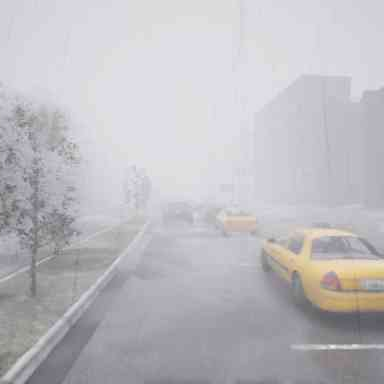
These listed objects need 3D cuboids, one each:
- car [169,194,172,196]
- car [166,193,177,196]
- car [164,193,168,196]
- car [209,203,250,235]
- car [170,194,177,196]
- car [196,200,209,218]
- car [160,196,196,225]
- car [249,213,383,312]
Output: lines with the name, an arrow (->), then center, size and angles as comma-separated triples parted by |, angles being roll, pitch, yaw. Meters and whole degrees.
car -> -2.887, 1.565, 62.918 | 2.002, 1.452, 4.674 | 0, 0, -8
car -> -3.623, 1.544, 68.449 | 2.163, 1.488, 4.792 | 0, 0, -8
car -> -4.352, 1.248, 73.945 | 2.435, 2.045, 5.566 | 0, 0, -8
car -> 2.388, 1.517, 18.966 | 1.946, 1.575, 5.366 | 0, 0, -3
car -> -2.162, 1.564, 57.450 | 2.163, 1.488, 4.792 | 0, 0, -8
car -> 0.751, 1.544, 35.523 | 2.097, 1.535, 5.008 | 0, 0, -7
car -> -1.122, 1.400, 24.745 | 2.097, 1.767, 4.553 | 0, 0, -5
car -> 2.940, 1.494, 7.961 | 1.946, 1.575, 5.366 | 0, 0, -1
